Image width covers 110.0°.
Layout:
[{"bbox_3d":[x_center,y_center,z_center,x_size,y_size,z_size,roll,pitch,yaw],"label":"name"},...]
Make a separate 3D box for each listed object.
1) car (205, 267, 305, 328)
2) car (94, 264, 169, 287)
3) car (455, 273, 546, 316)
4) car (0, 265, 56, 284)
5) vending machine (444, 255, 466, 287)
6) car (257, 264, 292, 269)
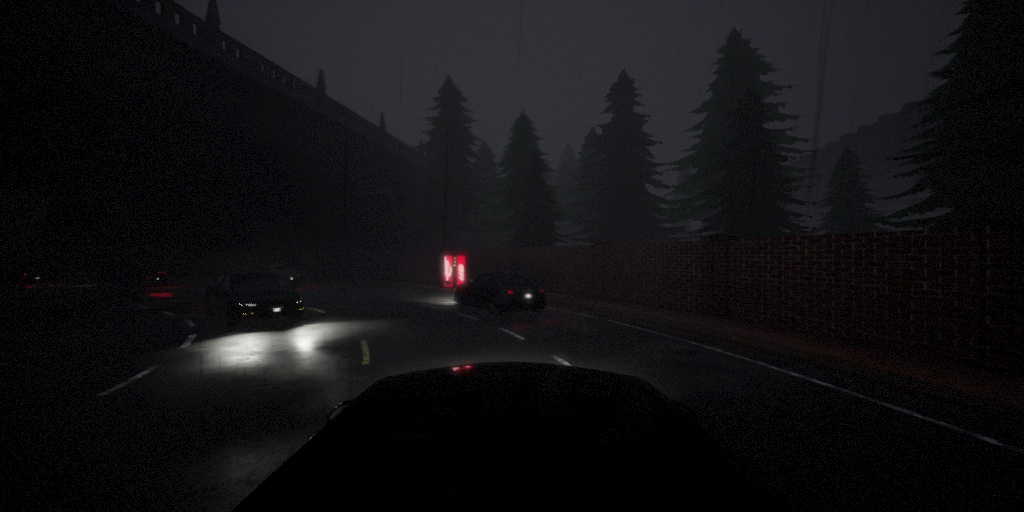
[{"bbox_3d":[-8.405,1.257,11.617,4.892,1.490,1.837,0,-1,41],"label":"car"},{"bbox_3d":[-25.753,1.261,24.307,4.892,1.490,1.837,0,0,15],"label":"car"},{"bbox_3d":[-0.571,1.316,13.634,1.994,1.385,4.181,0,0,-34],"label":"car"},{"bbox_3d":[-37.424,1.358,27.145,4.718,1.301,1.895,0,0,13],"label":"car"},{"bbox_3d":[-3.496,0.950,21.969,0.880,2.100,1.100,0,0,36],"label":"vending machine"},{"bbox_3d":[-16.960,1.282,25.057,4.674,1.442,1.812,0,0,23],"label":"car"}]
